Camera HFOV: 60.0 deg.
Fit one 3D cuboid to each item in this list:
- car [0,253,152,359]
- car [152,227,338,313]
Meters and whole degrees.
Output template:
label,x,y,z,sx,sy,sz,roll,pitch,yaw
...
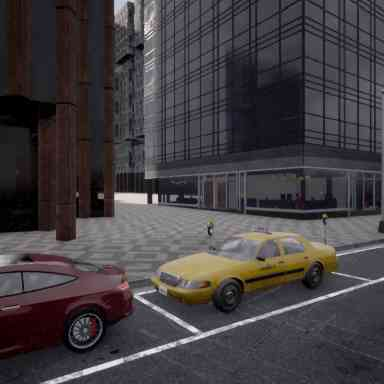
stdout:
label,x,y,z,sx,sy,sz,roll,pitch,yaw
car,-2.879,1.582,4.596,4.206,1.307,1.802,0,0,-35
car,1.418,1.525,7.644,4.829,1.417,1.752,0,0,-35
